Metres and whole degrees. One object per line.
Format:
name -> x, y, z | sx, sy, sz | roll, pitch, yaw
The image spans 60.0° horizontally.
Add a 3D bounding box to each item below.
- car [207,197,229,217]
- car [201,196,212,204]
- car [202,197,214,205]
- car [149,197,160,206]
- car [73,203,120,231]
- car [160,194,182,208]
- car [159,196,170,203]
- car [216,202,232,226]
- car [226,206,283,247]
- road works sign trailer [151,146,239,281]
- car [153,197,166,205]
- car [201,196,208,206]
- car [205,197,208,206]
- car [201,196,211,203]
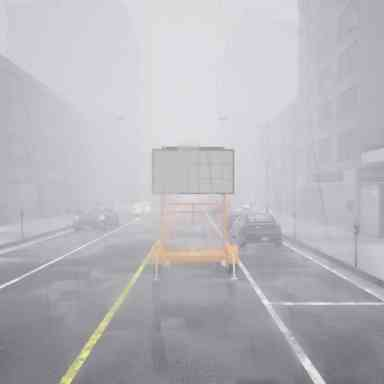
car -> 2.787, 1.445, 31.306 | 1.967, 1.590, 4.097 | -1, 0, 0
car -> 2.828, 1.572, 64.337 | 1.887, 1.381, 4.507 | -1, 0, 0
car -> 2.821, 1.567, 58.831 | 1.887, 1.381, 4.507 | -1, 0, 0
car -> -5.712, 1.458, 53.337 | 1.967, 1.590, 4.097 | -1, 0, 0
car -> -5.751, 1.440, 20.306 | 1.967, 1.590, 4.097 | -1, 0, 0
car -> -3.041, 1.236, 48.758 | 2.150, 2.045, 5.566 | 0, 0, 0
car -> -5.691, 1.577, 69.853 | 1.887, 1.381, 4.507 | -1, 0, 0
car -> 2.775, 1.545, 20.296 | 1.887, 1.381, 4.507 | -1, 0, 0
car -> 2.769, 1.550, 14.790 | 2.008, 1.369, 4.403 | -1, 0, 0
road works sign trailer -> 0.035, 0.463, 9.897 | 2.380, 3.560, 2.880 | 0, 0, -2
car -> -5.704, 1.588, 58.842 | 1.947, 1.339, 4.313 | -1, 0, 0
car -> 2.815, 1.584, 53.327 | 1.947, 1.339, 4.313 | -1, 0, 0
car -> 2.795, 1.552, 36.811 | 1.887, 1.381, 4.507 | -1, 0, 0
car -> 2.834, 1.577, 69.842 | 1.887, 1.381, 4.507 | -1, 0, 0
